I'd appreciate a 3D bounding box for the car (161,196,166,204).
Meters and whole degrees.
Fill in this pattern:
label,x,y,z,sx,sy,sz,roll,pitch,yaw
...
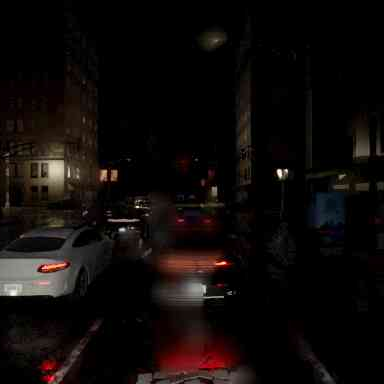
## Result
label,x,y,z,sx,sy,sz,roll,pitch,yaw
car,-6.498,1.547,61.946,1.812,1.442,4.674,0,0,1

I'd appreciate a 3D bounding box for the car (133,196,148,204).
label,x,y,z,sx,sy,sz,roll,pitch,yaw
car,-9.732,1.512,63.508,2.128,1.511,4.902,0,0,1

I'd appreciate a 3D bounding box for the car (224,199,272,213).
label,x,y,z,sx,sy,sz,roll,pitch,yaw
car,5.969,1.668,36.888,4.718,1.301,1.895,0,-1,0

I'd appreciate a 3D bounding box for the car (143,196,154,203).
label,x,y,z,sx,sy,sz,roll,pitch,yaw
car,-9.674,1.546,73.722,1.812,1.442,4.674,0,0,0

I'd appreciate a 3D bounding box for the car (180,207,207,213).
label,x,y,z,sx,sy,sz,roll,pitch,yaw
car,0.100,1.533,17.548,1.812,1.442,4.674,0,0,0

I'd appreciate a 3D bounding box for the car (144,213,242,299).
label,x,y,z,sx,sy,sz,roll,pitch,yaw
car,0.101,1.508,8.431,1.837,1.490,4.892,0,0,0

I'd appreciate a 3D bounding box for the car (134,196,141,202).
label,x,y,z,sx,sy,sz,roll,pitch,yaw
car,-9.780,1.525,53.379,1.837,1.490,4.892,0,0,0

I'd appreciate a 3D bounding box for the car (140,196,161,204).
label,x,y,z,sx,sy,sz,roll,pitch,yaw
car,-6.535,1.525,52.922,1.837,1.490,4.892,0,0,0

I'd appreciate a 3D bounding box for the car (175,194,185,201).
label,x,y,z,sx,sy,sz,roll,pitch,yaw
car,-3.164,1.536,82.792,2.128,1.511,4.902,0,0,0

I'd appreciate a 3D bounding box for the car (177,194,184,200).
label,x,y,z,sx,sy,sz,roll,pitch,yaw
car,-3.153,1.320,93.211,1.882,1.535,5.008,0,0,0

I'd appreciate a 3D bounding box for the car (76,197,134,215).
label,x,y,z,sx,sy,sz,roll,pitch,yaw
car,-5.855,1.348,23.014,2.097,1.767,4.553,0,1,6

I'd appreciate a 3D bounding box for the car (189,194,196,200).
label,x,y,z,sx,sy,sz,roll,pitch,yaw
car,0.097,1.382,93.207,2.033,1.411,5.357,0,0,0

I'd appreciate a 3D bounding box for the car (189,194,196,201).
label,x,y,z,sx,sy,sz,roll,pitch,yaw
car,0.087,1.606,83.235,1.895,1.301,4.718,0,0,0

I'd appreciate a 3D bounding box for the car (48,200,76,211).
label,x,y,z,sx,sy,sz,roll,pitch,yaw
car,-15.065,1.603,40.073,4.181,1.385,1.994,0,-1,0

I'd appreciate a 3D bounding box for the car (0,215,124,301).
label,x,y,z,sx,sy,sz,roll,pitch,yaw
car,-3.148,1.529,8.180,1.812,1.442,4.674,0,0,0

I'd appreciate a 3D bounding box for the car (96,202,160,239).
label,x,y,z,sx,sy,sz,roll,pitch,yaw
car,-3.134,1.499,17.446,2.128,1.511,4.902,0,0,0
